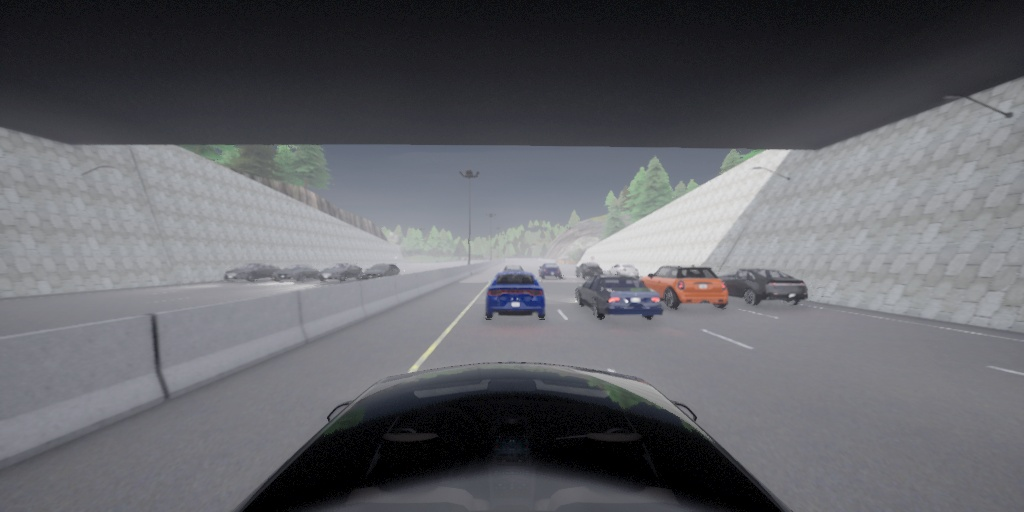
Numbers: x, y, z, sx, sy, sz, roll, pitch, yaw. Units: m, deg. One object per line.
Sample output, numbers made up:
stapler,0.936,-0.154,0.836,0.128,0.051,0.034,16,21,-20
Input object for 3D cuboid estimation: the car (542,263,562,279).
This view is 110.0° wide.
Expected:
car,3.612,1.400,34.244,1.812,1.442,4.674,0,0,0

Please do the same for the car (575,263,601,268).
car,7.124,1.381,33.404,1.837,1.490,4.892,0,0,0

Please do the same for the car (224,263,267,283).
car,-21.022,1.314,29.295,2.128,1.511,4.902,0,0,1

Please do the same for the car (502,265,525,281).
car,0.123,1.462,31.972,1.895,1.301,4.718,0,0,0

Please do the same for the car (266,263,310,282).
car,-17.522,1.392,29.394,1.994,1.385,4.181,0,0,0

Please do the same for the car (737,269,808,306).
car,10.610,1.309,16.020,2.128,1.511,4.902,0,0,0

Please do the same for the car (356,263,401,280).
car,-10.522,1.343,29.249,1.837,1.490,4.892,0,-1,1

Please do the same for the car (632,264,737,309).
car,7.110,1.162,15.449,2.097,1.767,4.553,0,0,0

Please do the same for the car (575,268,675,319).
car,3.608,1.344,12.974,2.033,1.411,5.357,0,0,0

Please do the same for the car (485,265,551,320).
car,0.107,1.269,12.913,1.882,1.535,5.008,0,0,0

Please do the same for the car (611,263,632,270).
car,10.612,1.410,34.207,1.812,1.442,4.674,0,0,0

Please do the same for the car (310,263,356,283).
car,-14.019,1.325,29.561,2.128,1.511,4.902,0,0,1
